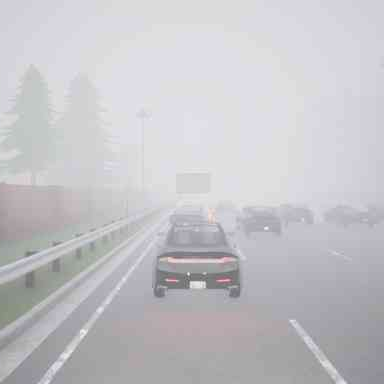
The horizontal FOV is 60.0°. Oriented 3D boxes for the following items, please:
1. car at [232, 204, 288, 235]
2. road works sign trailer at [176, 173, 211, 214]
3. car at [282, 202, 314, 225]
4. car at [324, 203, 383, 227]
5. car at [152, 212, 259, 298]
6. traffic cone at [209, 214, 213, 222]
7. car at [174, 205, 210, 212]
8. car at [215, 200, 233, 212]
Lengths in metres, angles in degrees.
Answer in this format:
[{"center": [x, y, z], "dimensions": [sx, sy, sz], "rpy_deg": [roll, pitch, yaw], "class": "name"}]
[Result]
[{"center": [3.619, 1.505, 18.610], "dimensions": [1.837, 1.490, 4.892], "rpy_deg": [0, 0, 0], "class": "car"}, {"center": [0.082, 0.464, 22.888], "dimensions": [2.380, 3.560, 2.880], "rpy_deg": [0, 0, 0], "class": "road works sign trailer"}, {"center": [7.125, 1.506, 23.785], "dimensions": [1.837, 1.490, 4.892], "rpy_deg": [0, 0, 0], "class": "car"}, {"center": [10.615, 1.525, 22.627], "dimensions": [1.812, 1.442, 4.674], "rpy_deg": [0, 0, 0], "class": "car"}, {"center": [0.109, 1.491, 8.522], "dimensions": [2.128, 1.511, 4.902], "rpy_deg": [0, 0, 0], "class": "car"}, {"center": [1.512, 1.955, 22.759], "dimensions": [0.340, 0.580, 0.340], "rpy_deg": [0, 0, 0], "class": "traffic cone"}, {"center": [-0.050, 1.474, 18.971], "dimensions": [1.882, 1.535, 5.008], "rpy_deg": [0, 0, 7], "class": "car"}, {"center": [3.638, 1.563, 37.224], "dimensions": [1.994, 1.385, 4.181], "rpy_deg": [0, 0, 0], "class": "car"}]
